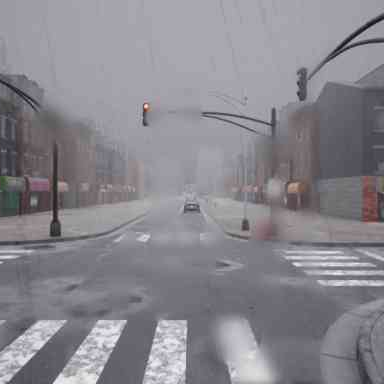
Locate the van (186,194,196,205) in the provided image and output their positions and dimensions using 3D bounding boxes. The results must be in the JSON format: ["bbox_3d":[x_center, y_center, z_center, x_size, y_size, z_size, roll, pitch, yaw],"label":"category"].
[{"bbox_3d":[-0.107,1.344,59.114,1.690,1.788,3.998,0,0,0],"label":"van"}]

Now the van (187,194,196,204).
[{"bbox_3d":[-0.128,1.347,64.719,1.690,1.788,3.998,0,0,0],"label":"van"}]

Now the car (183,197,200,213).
[{"bbox_3d":[-0.021,1.563,36.691,1.947,1.339,4.313,0,0,0],"label":"car"}]

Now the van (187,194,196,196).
[{"bbox_3d":[-0.085,1.341,53.508,1.690,1.788,3.998,0,0,0],"label":"van"}]

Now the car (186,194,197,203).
[{"bbox_3d":[-0.149,1.326,70.324,2.192,1.841,5.009,0,0,0],"label":"car"}]
